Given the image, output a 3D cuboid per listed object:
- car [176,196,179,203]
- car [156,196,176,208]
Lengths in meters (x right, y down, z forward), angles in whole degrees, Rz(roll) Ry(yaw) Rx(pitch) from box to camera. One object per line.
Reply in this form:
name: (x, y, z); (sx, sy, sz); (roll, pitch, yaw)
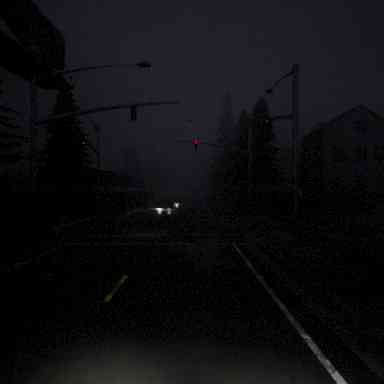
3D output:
car: (-3.494, 1.439, 63.384); (1.895, 1.301, 4.718); (0, 0, 0)
car: (-3.579, 1.428, 44.667); (1.994, 1.385, 4.181); (0, 0, 0)
